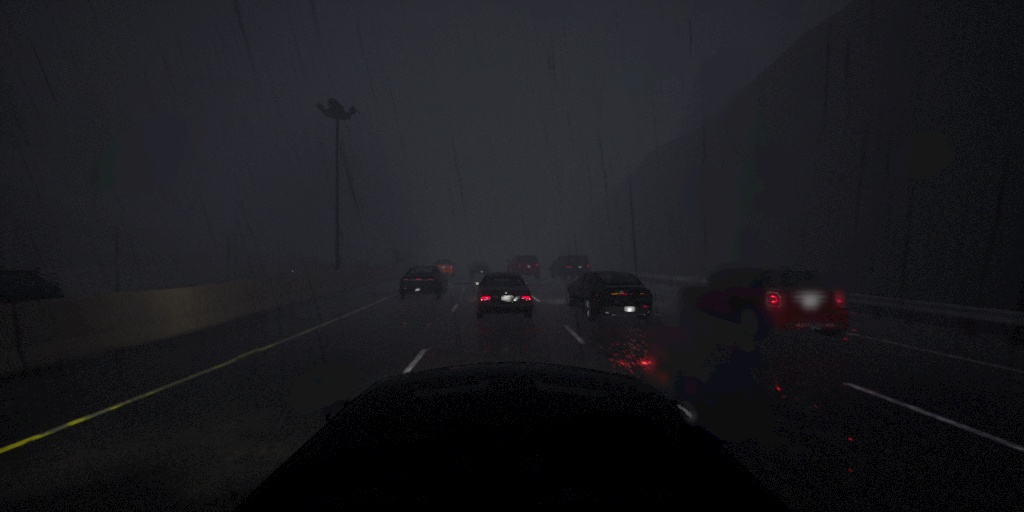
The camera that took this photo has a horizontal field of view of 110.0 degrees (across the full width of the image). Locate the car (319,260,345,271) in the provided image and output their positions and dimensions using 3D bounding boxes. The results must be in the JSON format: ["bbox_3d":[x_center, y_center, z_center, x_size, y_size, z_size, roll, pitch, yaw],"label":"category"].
[{"bbox_3d":[-24.178,1.360,48.740,1.895,1.301,4.718,0,0,-13],"label":"car"}]

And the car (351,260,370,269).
[{"bbox_3d":[-20.745,1.299,49.419,2.033,1.411,5.357,0,0,-13],"label":"car"}]

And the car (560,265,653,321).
[{"bbox_3d":[3.156,1.239,12.456,1.837,1.490,4.892,0,0,-3],"label":"car"}]

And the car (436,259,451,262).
[{"bbox_3d":[-6.861,1.086,35.881,2.097,1.767,4.553,0,0,-10],"label":"car"}]

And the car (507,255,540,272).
[{"bbox_3d":[0.958,0.942,32.069,2.150,2.045,5.566,0,0,-9],"label":"car"}]

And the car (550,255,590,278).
[{"bbox_3d":[4.815,0.936,30.080,2.150,2.045,5.566,0,0,-9],"label":"car"}]

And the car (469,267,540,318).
[{"bbox_3d":[-0.346,1.288,13.032,2.033,1.411,5.357,0,0,-4],"label":"car"}]

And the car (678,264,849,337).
[{"bbox_3d":[6.769,1.080,10.365,2.097,1.767,4.553,0,0,-2],"label":"car"}]

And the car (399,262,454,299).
[{"bbox_3d":[-4.280,1.236,17.837,2.128,1.511,4.902,0,0,-5],"label":"car"}]

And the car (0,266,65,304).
[{"bbox_3d":[-14.365,1.126,8.775,2.097,1.767,4.553,0,0,-3],"label":"car"}]

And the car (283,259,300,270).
[{"bbox_3d":[-32.485,1.265,53.627,2.128,1.511,4.902,0,0,-13],"label":"car"}]

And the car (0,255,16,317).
[{"bbox_3d":[-17.865,1.003,9.399,2.150,2.045,5.566,0,0,-3],"label":"car"}]

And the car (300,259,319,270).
[{"bbox_3d":[-28.590,1.257,52.295,2.128,1.511,4.902,0,0,-13],"label":"car"}]

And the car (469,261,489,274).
[{"bbox_3d":[-3.204,1.252,35.430,1.812,1.442,4.674,0,0,-10],"label":"car"}]
